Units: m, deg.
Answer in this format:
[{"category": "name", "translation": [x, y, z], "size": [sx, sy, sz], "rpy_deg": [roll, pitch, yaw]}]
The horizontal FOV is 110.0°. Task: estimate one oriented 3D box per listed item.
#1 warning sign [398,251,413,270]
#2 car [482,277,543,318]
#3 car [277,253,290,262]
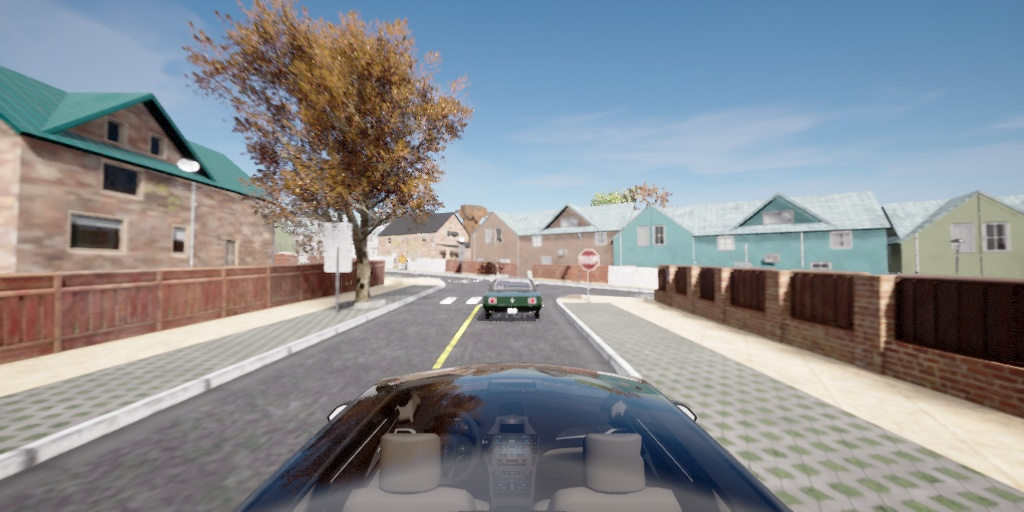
[{"category": "warning sign", "translation": [-12.286, 0.640, 40.328], "size": [1.060, 1.860, 1.300], "rpy_deg": [0, 0, 32]}, {"category": "car", "translation": [0.048, 1.412, 13.227], "size": [1.895, 1.301, 4.718], "rpy_deg": [0, 0, 1]}, {"category": "car", "translation": [-33.211, 0.286, 50.556], "size": [4.892, 1.490, 1.837], "rpy_deg": [2, -1, 33]}]
